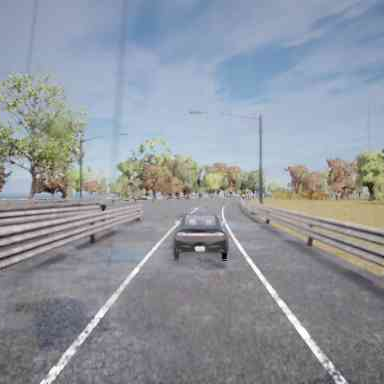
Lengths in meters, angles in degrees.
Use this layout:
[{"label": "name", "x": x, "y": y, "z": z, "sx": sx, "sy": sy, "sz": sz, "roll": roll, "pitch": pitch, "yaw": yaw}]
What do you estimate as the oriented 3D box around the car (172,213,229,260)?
[{"label": "car", "x": 0.326, "y": 1.535, "z": 12.599, "sx": 2.128, "sy": 1.511, "sz": 4.902, "roll": 0, "pitch": 0, "yaw": 2}]
